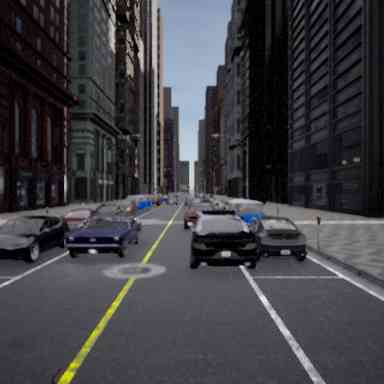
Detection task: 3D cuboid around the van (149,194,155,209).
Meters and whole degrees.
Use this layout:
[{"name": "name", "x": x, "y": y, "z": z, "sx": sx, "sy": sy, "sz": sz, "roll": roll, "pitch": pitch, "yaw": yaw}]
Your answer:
[{"name": "van", "x": -5.858, "y": 1.255, "z": 40.065, "sx": 1.690, "sy": 1.788, "sz": 3.998, "roll": 0, "pitch": 0, "yaw": 0}]

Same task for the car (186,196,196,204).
[{"name": "car", "x": -0.146, "y": 1.481, "z": 62.227, "sx": 1.895, "sy": 1.301, "sz": 4.718, "roll": 0, "pitch": 0, "yaw": 0}]

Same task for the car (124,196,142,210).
[{"name": "car", "x": -5.830, "y": 1.374, "z": 28.792, "sx": 1.967, "sy": 1.590, "sz": 4.097, "roll": 0, "pitch": 0, "yaw": 0}]

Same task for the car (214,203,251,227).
[{"name": "car", "x": 2.708, "y": 1.496, "z": 23.192, "sx": 2.008, "sy": 1.369, "sz": 4.403, "roll": 0, "pitch": 0, "yaw": 0}]

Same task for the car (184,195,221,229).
[{"name": "car", "x": 0.629, "y": 1.293, "z": 21.104, "sx": 2.097, "sy": 1.767, "sz": 4.553, "roll": -1, "pitch": 1, "yaw": 2}]

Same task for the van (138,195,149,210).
[{"name": "van", "x": -5.844, "y": 1.265, "z": 34.428, "sx": 1.690, "sy": 1.788, "sz": 3.998, "roll": 0, "pitch": 0, "yaw": 0}]

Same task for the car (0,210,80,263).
[{"name": "car", "x": -5.789, "y": 1.536, "z": 11.882, "sx": 1.947, "sy": 1.339, "sz": 4.313, "roll": 0, "pitch": 0, "yaw": 0}]

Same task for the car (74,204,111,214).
[{"name": "car", "x": -5.803, "y": 1.539, "z": 17.519, "sx": 1.802, "sy": 1.307, "sz": 4.206, "roll": 0, "pitch": 0, "yaw": 0}]

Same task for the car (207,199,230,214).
[{"name": "car", "x": 2.681, "y": 1.474, "z": 34.465, "sx": 2.008, "sy": 1.369, "sz": 4.403, "roll": 0, "pitch": 0, "yaw": 0}]

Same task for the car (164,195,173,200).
[{"name": "car", "x": -5.966, "y": 1.423, "z": 85.158, "sx": 1.947, "sy": 1.339, "sz": 4.313, "roll": 0, "pitch": 0, "yaw": 0}]

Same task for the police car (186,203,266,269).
[{"name": "police car", "x": 0.876, "y": 1.397, "z": 11.211, "sx": 1.930, "sy": 1.638, "sz": 5.238, "roll": 0, "pitch": 0, "yaw": 0}]

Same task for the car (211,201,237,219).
[{"name": "car", "x": 2.695, "y": 1.516, "z": 28.829, "sx": 1.802, "sy": 1.307, "sz": 4.206, "roll": 0, "pitch": 0, "yaw": 0}]

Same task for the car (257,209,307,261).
[{"name": "car", "x": 2.736, "y": 1.520, "z": 11.920, "sx": 2.008, "sy": 1.369, "sz": 4.403, "roll": 0, "pitch": 0, "yaw": 0}]

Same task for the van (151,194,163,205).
[{"name": "van", "x": -5.898, "y": 1.228, "z": 56.974, "sx": 1.690, "sy": 1.788, "sz": 3.998, "roll": 0, "pitch": 0, "yaw": 0}]

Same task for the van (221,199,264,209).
[{"name": "van", "x": 2.722, "y": 1.298, "z": 17.555, "sx": 1.690, "sy": 1.788, "sz": 3.998, "roll": 0, "pitch": 0, "yaw": 0}]

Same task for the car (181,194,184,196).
[{"name": "car", "x": -0.101, "y": 1.392, "z": 48.252, "sx": 2.128, "sy": 1.511, "sz": 4.902, "roll": 0, "pitch": 0, "yaw": 0}]

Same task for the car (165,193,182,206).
[{"name": "car", "x": -3.209, "y": 1.382, "z": 53.641, "sx": 2.128, "sy": 1.511, "sz": 4.902, "roll": 0, "pitch": 0, "yaw": 0}]

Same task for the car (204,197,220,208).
[{"name": "car", "x": 2.654, "y": 1.449, "z": 45.737, "sx": 1.887, "sy": 1.381, "sz": 4.507, "roll": 0, "pitch": 0, "yaw": 0}]

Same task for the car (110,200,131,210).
[{"name": "car", "x": -5.817, "y": 1.511, "z": 23.156, "sx": 1.947, "sy": 1.339, "sz": 4.313, "roll": 0, "pitch": 0, "yaw": 0}]

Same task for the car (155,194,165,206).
[{"name": "car", "x": -5.885, "y": 1.210, "z": 51.337, "sx": 2.192, "sy": 1.841, "sz": 5.009, "roll": 0, "pitch": 0, "yaw": 0}]

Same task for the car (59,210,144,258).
[{"name": "car", "x": -3.128, "y": 1.569, "z": 12.708, "sx": 1.895, "sy": 1.301, "sz": 4.718, "roll": 0, "pitch": 0, "yaw": 0}]

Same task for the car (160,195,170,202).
[{"name": "car", "x": -5.939, "y": 1.412, "z": 73.884, "sx": 1.887, "sy": 1.381, "sz": 4.507, "roll": 0, "pitch": 0, "yaw": 0}]
